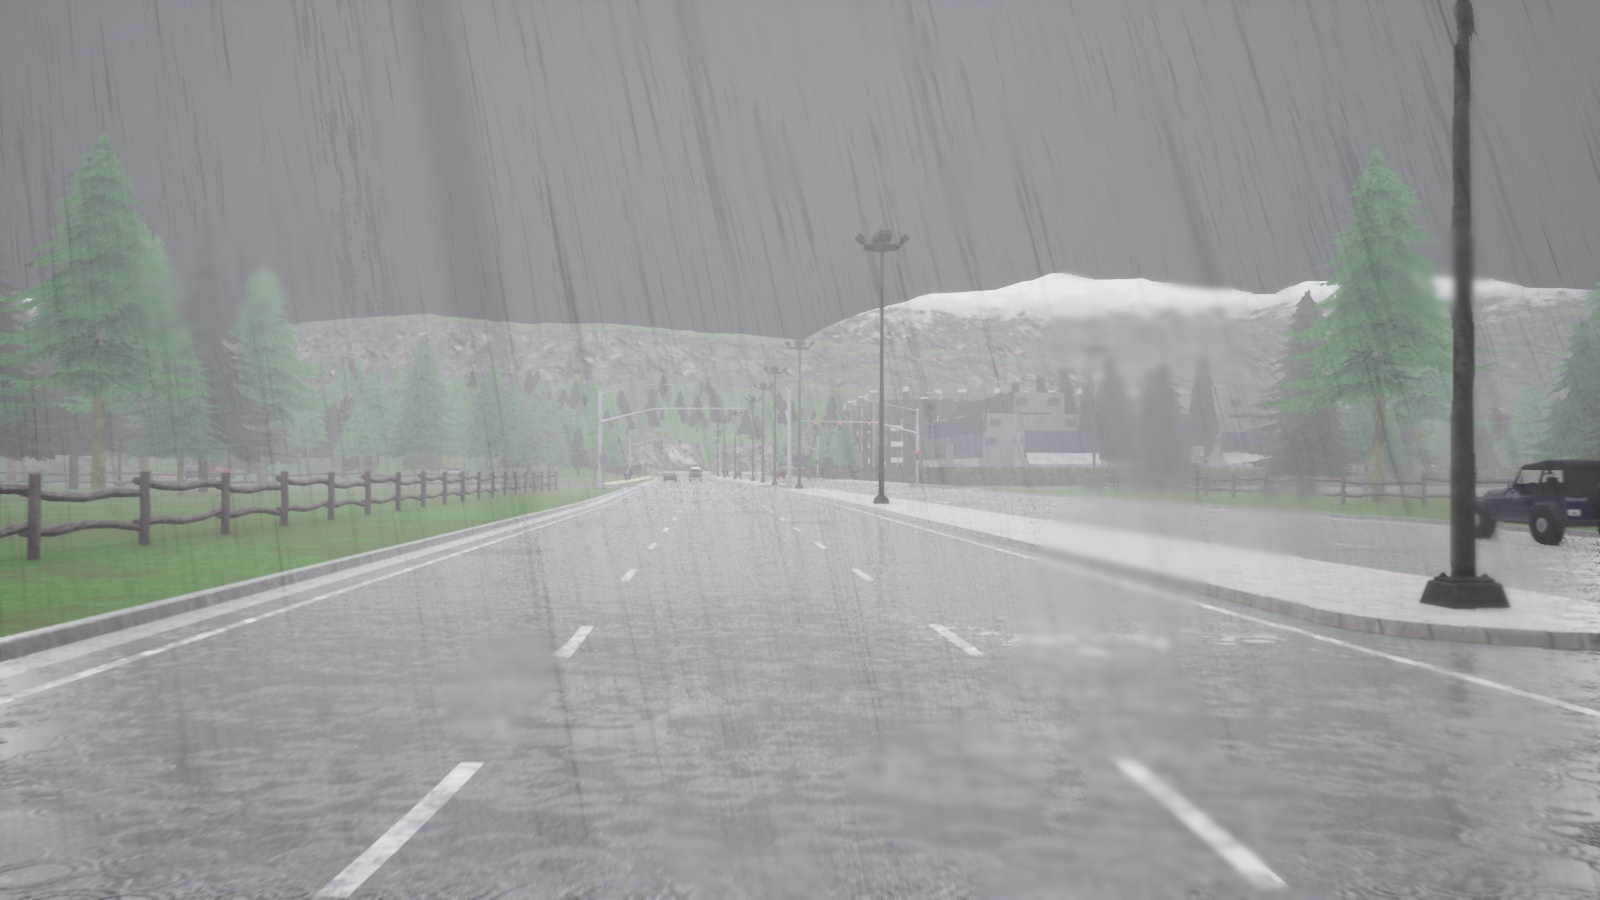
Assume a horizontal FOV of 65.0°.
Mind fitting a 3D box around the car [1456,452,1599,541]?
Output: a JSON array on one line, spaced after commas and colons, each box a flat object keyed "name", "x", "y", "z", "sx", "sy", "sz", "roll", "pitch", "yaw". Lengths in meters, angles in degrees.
[{"name": "car", "x": 17.078, "y": 1.023, "z": 28.711, "sx": 1.905, "sy": 1.878, "sz": 3.866, "roll": 0, "pitch": -1, "yaw": -4}]
